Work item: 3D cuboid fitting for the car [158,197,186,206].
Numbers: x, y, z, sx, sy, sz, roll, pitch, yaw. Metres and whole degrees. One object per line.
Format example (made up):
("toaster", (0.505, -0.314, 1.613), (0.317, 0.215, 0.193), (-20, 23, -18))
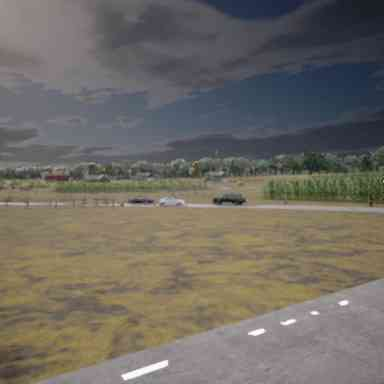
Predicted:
("car", (-3.291, 1.543, 54.871), (4.674, 1.442, 1.812), (0, 1, 14))

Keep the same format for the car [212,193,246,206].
("car", (6.087, 1.154, 54.641), (5.566, 2.045, 2.150), (0, 2, 23))

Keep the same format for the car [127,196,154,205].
("car", (-9.146, 1.462, 58.760), (4.674, 1.442, 1.812), (0, 1, 7))

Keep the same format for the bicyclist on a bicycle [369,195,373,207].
("bicyclist on a bicycle", (24.807, 1.292, 46.078), (0.582, 1.620, 1.656), (1, 1, 43))
